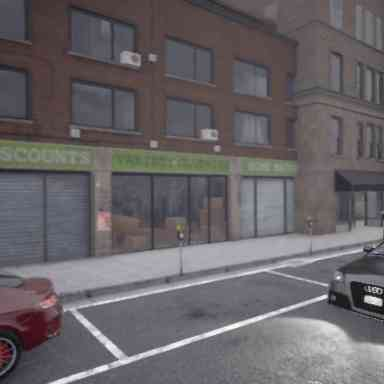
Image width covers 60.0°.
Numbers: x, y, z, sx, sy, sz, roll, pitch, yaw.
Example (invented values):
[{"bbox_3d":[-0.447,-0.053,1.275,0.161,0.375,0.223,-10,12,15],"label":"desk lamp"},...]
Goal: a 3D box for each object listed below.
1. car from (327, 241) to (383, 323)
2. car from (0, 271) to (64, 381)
[{"bbox_3d":[4.557,1.586,6.570,4.181,1.385,1.994,0,0,-36],"label":"car"},{"bbox_3d":[-3.727,1.609,3.853,4.206,1.307,1.802,0,-1,-36],"label":"car"}]
